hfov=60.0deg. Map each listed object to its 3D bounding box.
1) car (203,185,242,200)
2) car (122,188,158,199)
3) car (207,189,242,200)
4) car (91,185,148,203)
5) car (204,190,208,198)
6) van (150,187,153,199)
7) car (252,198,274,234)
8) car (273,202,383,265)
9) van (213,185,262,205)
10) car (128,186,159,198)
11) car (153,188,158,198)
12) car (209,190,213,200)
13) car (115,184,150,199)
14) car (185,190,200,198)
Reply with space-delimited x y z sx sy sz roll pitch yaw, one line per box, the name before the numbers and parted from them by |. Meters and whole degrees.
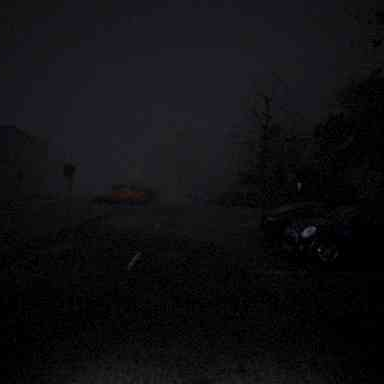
car | 4.569 0.084 50.640 5.566 2.045 2.435 1 0 -1
car | -7.652 0.184 49.574 5.008 1.535 2.097 1 0 -1
car | 4.632 0.351 47.972 4.892 1.521 2.231 1 0 -1
car | -7.645 0.356 34.511 5.366 1.575 1.946 1 1 -1
car | 4.658 0.116 45.178 5.566 2.045 2.435 1 0 -1
van | -7.411 0.042 40.465 4.442 1.987 1.878 1 1 -1
car | 5.021 1.156 13.227 4.674 1.452 2.002 1 2 -1
car | 5.105 1.100 10.053 4.553 1.767 2.185 1 2 0
van | 4.700 0.301 34.005 4.442 1.987 1.878 1 1 -1
car | -7.674 0.044 52.609 4.553 1.767 2.185 1 0 -1
car | -7.577 -0.051 46.655 5.566 2.045 2.435 1 1 -1
car | 4.966 0.477 36.806 5.366 1.575 1.946 1 1 -1
car | -7.461 0.183 37.429 4.553 1.767 2.185 1 1 -1
car | 0.059 0.334 58.039 2.033 1.411 5.357 0 0 11
